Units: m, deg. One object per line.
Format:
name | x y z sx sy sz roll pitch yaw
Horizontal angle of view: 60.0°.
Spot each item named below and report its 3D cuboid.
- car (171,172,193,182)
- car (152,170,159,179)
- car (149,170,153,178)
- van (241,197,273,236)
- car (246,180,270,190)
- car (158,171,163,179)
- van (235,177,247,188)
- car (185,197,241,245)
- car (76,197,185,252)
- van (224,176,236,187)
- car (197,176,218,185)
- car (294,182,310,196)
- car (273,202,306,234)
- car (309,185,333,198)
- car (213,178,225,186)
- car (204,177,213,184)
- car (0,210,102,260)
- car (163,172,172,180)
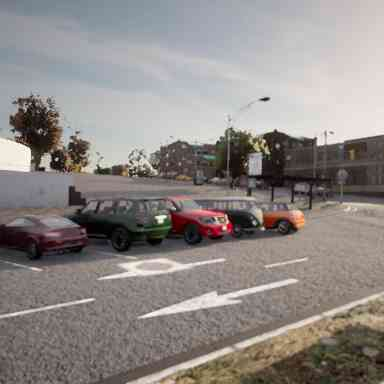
car | -1.776 -3.293 77.447 1.946 1.575 5.366 7 3 34
car | -7.163 -4.202 84.634 2.185 1.767 4.553 4 1 33
car | -8.938 -4.479 86.979 2.435 2.045 5.566 1 -1 34
van | 1.661 1.256 17.500 4.442 1.987 1.878 -1 -1 35
car | 11.998 -1.107 57.612 2.231 1.521 4.892 7 3 35
car | -5.429 -3.967 82.167 2.185 1.767 4.553 6 3 34
van | 10.234 -1.606 59.971 1.878 1.987 4.442 7 4 35
car | -0.876 1.234 15.826 5.566 2.045 2.435 -1 -1 35
car | -3.387 1.236 14.118 5.566 2.045 2.435 -1 0 35
van | 8.501 -1.879 62.440 1.878 1.987 4.442 7 4 35
car | 3.341 -2.433 69.946 2.002 1.452 4.674 7 3 35
car | 17.220 -0.541 50.235 2.435 2.045 5.566 7 3 35
car | 4.068 1.356 19.253 4.553 1.767 2.185 -1 -1 35
car | 18.915 0.022 47.765 2.002 1.452 4.674 7 3 35
car | 6.923 -1.928 65.169 1.946 1.575 5.366 7 3 35
car | 5.088 -2.159 67.486 2.002 1.452 4.674 7 4 35
car | -5.811 1.529 12.357 4.674 1.452 2.002 -1 0 35
car | -3.631 -3.815 79.703 2.435 2.045 5.566 7 4 34
